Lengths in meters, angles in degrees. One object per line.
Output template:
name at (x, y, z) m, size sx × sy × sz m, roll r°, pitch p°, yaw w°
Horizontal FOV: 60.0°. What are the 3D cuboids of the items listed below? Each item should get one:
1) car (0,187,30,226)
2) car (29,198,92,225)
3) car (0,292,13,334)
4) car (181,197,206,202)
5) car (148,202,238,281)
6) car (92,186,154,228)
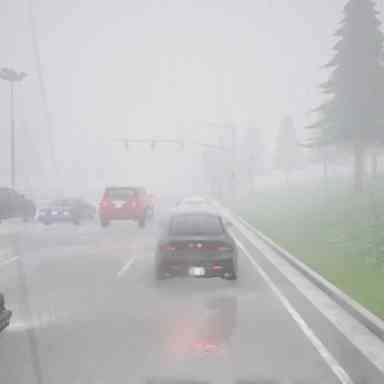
car at (-10.404, 0.728, 17.495) m, size 2.150 × 2.045 × 5.566 m, roll 0°, pitch 2°, yaw 0°
car at (-6.871, 1.017, 18.853) m, size 2.033 × 1.411 × 5.357 m, roll 0°, pitch 2°, yaw -3°
car at (-3.405, 1.484, 2.106) m, size 2.033 × 1.411 × 5.357 m, roll 0°, pitch 2°, yaw 0°
car at (0.096, 0.991, 19.008) m, size 1.812 × 1.442 × 4.674 m, roll 0°, pitch 2°, yaw 0°
car at (0.098, 1.250, 8.987) m, size 1.837 × 1.490 × 4.892 m, roll 0°, pitch 2°, yaw 0°
car at (-3.403, 0.703, 18.124) m, size 2.150 × 2.045 × 5.566 m, roll 0°, pitch 1°, yaw 0°
